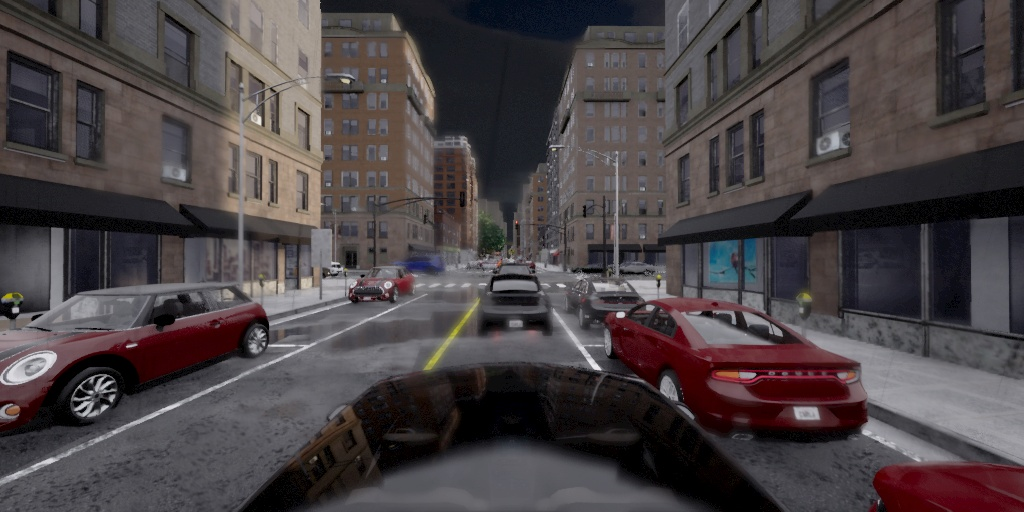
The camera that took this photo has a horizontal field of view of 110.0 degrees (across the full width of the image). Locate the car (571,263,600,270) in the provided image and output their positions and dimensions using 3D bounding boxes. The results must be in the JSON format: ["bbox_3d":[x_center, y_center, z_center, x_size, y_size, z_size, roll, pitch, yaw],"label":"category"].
[{"bbox_3d":[8.850,1.444,39.503,4.718,1.301,1.895,0,-1,2],"label":"car"}]

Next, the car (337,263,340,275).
[{"bbox_3d":[-18.370,0.894,32.491,5.566,2.045,2.150,0,0,-1],"label":"car"}]

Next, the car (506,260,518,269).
[{"bbox_3d":[-0.032,1.325,56.856,1.812,1.442,4.674,0,0,0],"label":"car"}]

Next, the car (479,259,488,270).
[{"bbox_3d":[-3.129,1.389,50.846,1.895,1.301,4.718,0,0,0],"label":"car"}]

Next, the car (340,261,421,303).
[{"bbox_3d":[-5.836,1.195,16.470,1.967,1.591,4.097,0,0,0],"label":"car"}]

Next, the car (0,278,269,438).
[{"bbox_3d":[-5.852,1.190,5.484,1.967,1.591,4.097,0,0,0],"label":"car"}]

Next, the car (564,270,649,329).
[{"bbox_3d":[2.682,1.303,10.970,2.007,1.370,4.403,0,0,0],"label":"car"}]

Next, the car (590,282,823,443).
[{"bbox_3d":[2.675,1.296,5.479,1.888,1.381,4.507,0,0,0],"label":"car"}]

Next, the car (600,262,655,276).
[{"bbox_3d":[11.806,1.323,35.981,4.902,1.511,2.128,0,0,-2],"label":"car"}]

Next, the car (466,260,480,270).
[{"bbox_3d":[-5.915,1.345,54.831,2.007,1.370,4.403,0,0,0],"label":"car"}]

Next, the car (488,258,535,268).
[{"bbox_3d":[0.119,1.108,17.809,2.097,1.767,4.553,0,0,0],"label":"car"}]

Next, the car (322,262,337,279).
[{"bbox_3d":[-17.478,1.127,29.248,5.008,1.535,1.882,0,0,-2],"label":"car"}]

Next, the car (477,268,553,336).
[{"bbox_3d":[0.056,1.258,10.368,1.837,1.490,4.892,0,0,-1],"label":"car"}]

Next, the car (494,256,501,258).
[{"bbox_3d":[-3.178,1.159,60.818,2.097,1.767,4.553,0,0,0],"label":"car"}]

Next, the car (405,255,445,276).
[{"bbox_3d":[-9.510,0.962,35.979,5.566,2.045,2.150,0,0,0],"label":"car"}]
